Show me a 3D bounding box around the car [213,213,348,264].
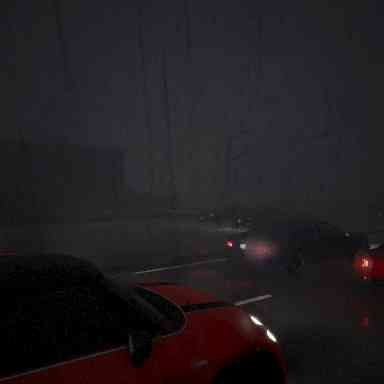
[{"bbox_3d":[3.481,1.547,10.569,5.357,1.411,2.033,0,0,-35],"label":"car"}]

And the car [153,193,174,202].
[{"bbox_3d":[-6.493,1.225,76.104,2.150,2.045,5.566,0,0,-36],"label":"car"}]

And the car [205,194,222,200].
[{"bbox_3d":[2.402,1.547,57.774,2.033,1.411,5.357,0,0,-36],"label":"car"}]

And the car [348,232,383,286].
[{"bbox_3d":[6.052,1.601,8.097,4.718,1.301,1.895,0,0,-35],"label":"car"}]

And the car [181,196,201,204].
[{"bbox_3d":[-0.218,1.564,67.418,1.994,1.385,4.181,0,0,-37],"label":"car"}]

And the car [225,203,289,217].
[{"bbox_3d":[4.498,1.564,21.310,4.181,1.385,1.994,0,0,-35],"label":"car"}]

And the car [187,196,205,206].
[{"bbox_3d":[-0.599,1.547,55.947,2.033,1.411,5.357,0,0,-36],"label":"car"}]

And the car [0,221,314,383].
[{"bbox_3d":[-1.281,1.352,2.833,4.553,1.767,2.097,0,0,-35],"label":"car"}]

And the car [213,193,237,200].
[{"bbox_3d":[5.658,1.222,59.262,2.150,2.045,5.566,0,0,-36],"label":"car"}]

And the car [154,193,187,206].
[{"bbox_3d":[-3.632,1.221,54.163,2.150,2.045,5.566,0,0,-35],"label":"car"}]

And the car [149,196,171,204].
[{"bbox_3d":[-6.182,1.505,63.688,1.837,1.490,4.892,0,0,-36],"label":"car"}]

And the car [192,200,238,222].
[{"bbox_3d":[2.575,1.526,24.239,4.674,1.442,1.812,0,0,-35],"label":"car"}]

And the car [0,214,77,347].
[{"bbox_3d":[-4.339,1.352,4.953,4.553,1.767,2.097,0,0,-35],"label":"car"}]

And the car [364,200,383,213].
[{"bbox_3d":[21.556,1.601,37.753,4.718,1.301,1.895,0,0,-35],"label":"car"}]
